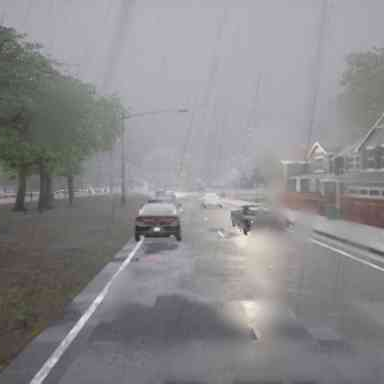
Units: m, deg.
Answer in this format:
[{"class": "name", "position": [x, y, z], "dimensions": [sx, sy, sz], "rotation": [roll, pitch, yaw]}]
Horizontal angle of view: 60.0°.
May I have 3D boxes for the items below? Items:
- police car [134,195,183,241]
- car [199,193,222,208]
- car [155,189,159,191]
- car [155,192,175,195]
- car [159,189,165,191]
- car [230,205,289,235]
[{"class": "police car", "position": [-1.428, 1.139, 15.038], "dimensions": [1.930, 1.638, 5.238], "rotation": [0, 1, -3]}, {"class": "car", "position": [1.853, 0.835, 33.998], "dimensions": [1.812, 1.442, 4.674], "rotation": [0, 1, -5]}, {"class": "car", "position": [-6.365, 0.058, 67.374], "dimensions": [1.882, 1.535, 5.008], "rotation": [0, 1, -11]}, {"class": "car", "position": [-2.008, 1.017, 24.929], "dimensions": [1.837, 1.490, 4.892], "rotation": [0, 1, -4]}, {"class": "car", "position": [-3.477, 0.584, 49.318], "dimensions": [1.895, 1.301, 4.718], "rotation": [0, 1, -8]}, {"class": "car", "position": [3.125, 1.282, 16.443], "dimensions": [1.895, 1.301, 4.718], "rotation": [0, 1, -3]}]
